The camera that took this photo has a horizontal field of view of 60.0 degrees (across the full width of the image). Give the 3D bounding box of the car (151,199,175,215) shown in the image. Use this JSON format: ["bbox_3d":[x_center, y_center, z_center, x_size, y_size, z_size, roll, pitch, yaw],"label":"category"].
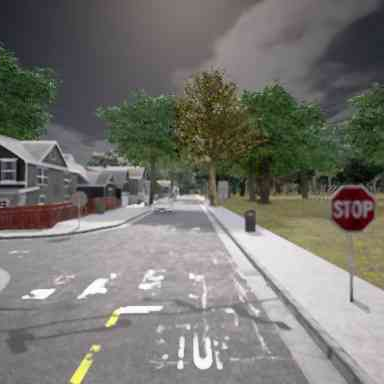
[{"bbox_3d":[-2.768,1.442,32.810,1.812,1.442,4.674,0,0,0],"label":"car"}]
